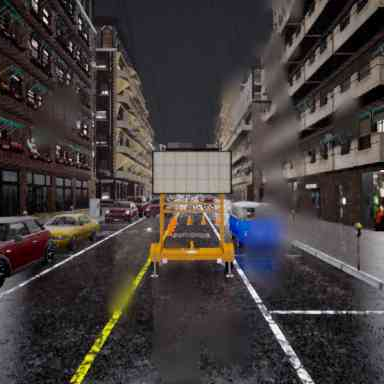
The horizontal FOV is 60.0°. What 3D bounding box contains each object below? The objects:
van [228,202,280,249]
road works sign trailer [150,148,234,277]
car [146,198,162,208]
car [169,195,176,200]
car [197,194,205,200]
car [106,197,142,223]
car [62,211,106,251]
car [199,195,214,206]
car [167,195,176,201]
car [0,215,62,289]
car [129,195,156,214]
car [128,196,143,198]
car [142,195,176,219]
[{"bbox_3d":[2.564,1.343,14.413,1.690,1.788,3.998,1,0,0],"label":"van"},{"bbox_3d":[-0.002,0.466,10.214,2.380,3.560,2.880,0,0,0],"label":"road works sign trailer"},{"bbox_3d":[-5.345,1.586,47.682,1.802,1.307,4.206,1,0,0],"label":"car"},{"bbox_3d":[-5.378,1.582,92.073,1.802,1.307,4.206,1,0,0],"label":"car"},{"bbox_3d":[2.504,1.441,92.101,1.967,1.590,4.097,1,0,0],"label":"car"},{"bbox_3d":[-5.326,1.443,25.486,1.967,1.590,4.097,1,0,0],"label":"car"},{"bbox_3d":[-5.319,1.528,14.218,1.752,1.417,4.829,1,0,0],"label":"car"},{"bbox_3d":[2.533,1.444,53.257,1.967,1.590,4.097,1,0,0],"label":"car"},{"bbox_3d":[-5.374,1.567,86.525,1.947,1.339,4.313,1,0,0],"label":"car"},{"bbox_3d":[-5.314,1.442,8.839,1.967,1.590,4.097,1,0,0],"label":"car"},{"bbox_3d":[-5.333,1.319,36.584,2.192,1.841,5.009,1,0,0],"label":"car"},{"bbox_3d":[-5.329,1.319,31.035,2.192,1.841,5.009,1,0,0],"label":"car"},{"bbox_3d":[-2.774,1.355,29.083,2.097,1.767,4.553,0,0,0],"label":"car"}]
